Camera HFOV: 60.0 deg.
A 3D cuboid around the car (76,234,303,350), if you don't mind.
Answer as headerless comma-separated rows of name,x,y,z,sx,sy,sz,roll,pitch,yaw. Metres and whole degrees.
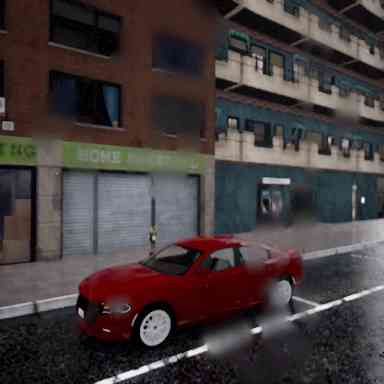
car,0.190,1.538,6.224,4.507,1.381,1.887,0,1,-35
